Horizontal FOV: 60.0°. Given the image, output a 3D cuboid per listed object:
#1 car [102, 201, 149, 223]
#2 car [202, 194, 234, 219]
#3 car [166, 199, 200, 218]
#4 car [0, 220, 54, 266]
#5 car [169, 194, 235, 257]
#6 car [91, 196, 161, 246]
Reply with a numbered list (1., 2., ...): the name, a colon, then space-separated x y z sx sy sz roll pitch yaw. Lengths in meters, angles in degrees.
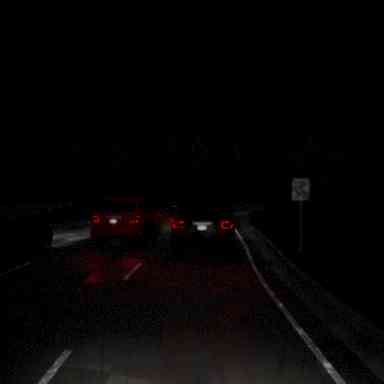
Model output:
1. car: -5.243 1.537 26.961 2.033 1.411 5.357 0 0 9
2. car: 2.488 1.210 30.514 2.150 2.045 5.566 0 0 12
3. car: -0.761 1.479 31.725 2.128 1.511 4.902 0 0 12
4. car: -6.596 1.596 11.335 1.895 1.301 4.718 0 0 3
5. car: 0.496 1.216 13.138 2.150 2.045 5.566 0 0 4
6. car: -2.864 1.216 15.504 2.150 2.045 5.566 0 0 4
